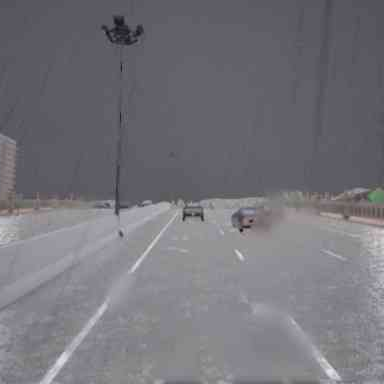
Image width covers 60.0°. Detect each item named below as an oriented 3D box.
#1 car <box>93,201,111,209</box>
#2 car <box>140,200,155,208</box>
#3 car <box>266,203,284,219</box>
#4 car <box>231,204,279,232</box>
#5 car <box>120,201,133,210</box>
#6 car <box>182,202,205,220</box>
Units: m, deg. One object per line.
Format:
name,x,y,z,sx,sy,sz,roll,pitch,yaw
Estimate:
car,-14.016,2.049,51.915,1.994,1.385,4.181,0,-3,0
car,-7.007,2.001,52.659,1.882,1.535,5.008,0,-3,0
car,7.097,1.746,30.893,1.994,1.385,4.181,0,0,0
car,3.597,1.671,20.902,2.033,1.411,5.357,0,0,0
car,-10.514,2.092,52.066,1.895,1.301,4.718,0,-3,0
car,0.097,1.668,29.870,2.128,1.511,4.902,0,0,0
